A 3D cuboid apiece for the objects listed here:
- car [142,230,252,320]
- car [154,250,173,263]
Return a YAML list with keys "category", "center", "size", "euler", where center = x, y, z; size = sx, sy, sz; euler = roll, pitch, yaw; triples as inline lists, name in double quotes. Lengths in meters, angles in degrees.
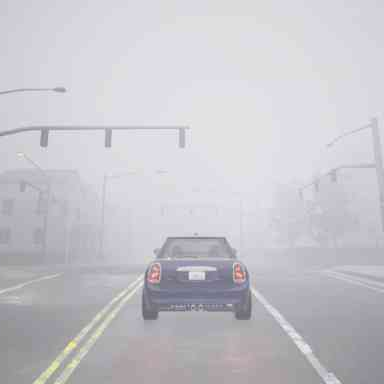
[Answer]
- category: "car"
  center: [0.086, 1.809, 8.248]
  size: [2.097, 1.767, 4.553]
  euler: [0, -7, 0]
- category: "car"
  center: [-3.665, 8.486, 43.649]
  size: [2.128, 1.511, 4.902]
  euler: [0, -11, 0]
